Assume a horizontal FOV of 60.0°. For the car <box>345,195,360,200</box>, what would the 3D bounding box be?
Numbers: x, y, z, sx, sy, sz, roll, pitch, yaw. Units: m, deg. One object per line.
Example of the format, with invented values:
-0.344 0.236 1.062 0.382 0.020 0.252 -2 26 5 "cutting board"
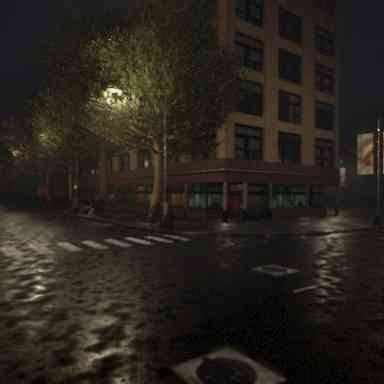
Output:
39.275 2.095 84.145 2.002 1.452 4.674 1 0 -36 "car"
